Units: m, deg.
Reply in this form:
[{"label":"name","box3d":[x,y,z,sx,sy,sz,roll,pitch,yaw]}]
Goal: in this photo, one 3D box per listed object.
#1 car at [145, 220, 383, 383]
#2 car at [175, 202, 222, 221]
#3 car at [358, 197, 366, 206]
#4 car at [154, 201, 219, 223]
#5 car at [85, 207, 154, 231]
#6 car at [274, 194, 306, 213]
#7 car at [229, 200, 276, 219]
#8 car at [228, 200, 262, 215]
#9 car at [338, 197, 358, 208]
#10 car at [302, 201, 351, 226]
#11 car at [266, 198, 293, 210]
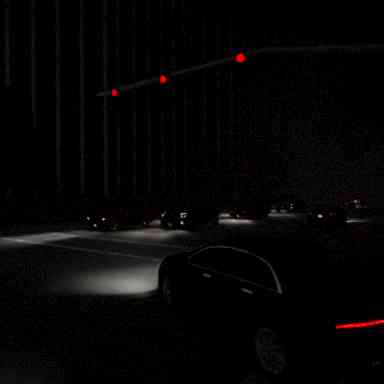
[{"label":"car","box3d":[1.022,1.519,5.619,1.837,1.490,4.892,-1,1,-29]},{"label":"car","box3d":[0.697,1.638,29.477,1.812,1.442,4.674,-1,0,35]},{"label":"car","box3d":[26.691,1.564,53.518,2.033,1.411,5.357,-1,0,36]},{"label":"car","box3d":[-0.086,1.432,22.386,2.097,1.767,4.553,-1,0,35]},{"label":"car","box3d":[-4.631,1.719,22.037,1.895,1.301,4.718,-1,0,36]},{"label":"car","box3d":[11.526,1.289,38.633,2.150,2.045,5.566,-1,0,36]},{"label":"car","box3d":[5.367,1.622,30.014,2.033,1.411,5.357,-1,0,35]},{"label":"car","box3d":[5.934,1.633,36.819,1.812,1.442,4.674,-1,0,36]},{"label":"car","box3d":[20.952,1.624,45.477,1.895,1.301,4.718,-1,0,36]},{"label":"car","box3d":[9.636,1.565,23.625,1.994,1.385,4.181,-1,0,36]},{"label":"car","box3d":[11.926,1.606,45.170,1.837,1.490,4.892,-1,0,36]}]
